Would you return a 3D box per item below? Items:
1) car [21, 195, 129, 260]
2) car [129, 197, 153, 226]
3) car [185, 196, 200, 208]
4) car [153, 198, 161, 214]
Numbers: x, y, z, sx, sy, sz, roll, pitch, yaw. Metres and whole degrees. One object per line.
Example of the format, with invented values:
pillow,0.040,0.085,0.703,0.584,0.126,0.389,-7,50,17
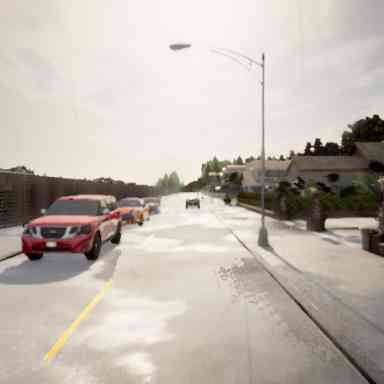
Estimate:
car,-4.085,1.148,12.407,2.150,2.045,5.566,0,0,0
car,-4.085,1.221,22.248,2.097,1.767,4.553,0,0,0
car,0.099,1.236,43.502,2.128,1.511,4.902,0,0,0
car,-4.062,1.315,32.253,1.837,1.490,4.892,0,0,1
